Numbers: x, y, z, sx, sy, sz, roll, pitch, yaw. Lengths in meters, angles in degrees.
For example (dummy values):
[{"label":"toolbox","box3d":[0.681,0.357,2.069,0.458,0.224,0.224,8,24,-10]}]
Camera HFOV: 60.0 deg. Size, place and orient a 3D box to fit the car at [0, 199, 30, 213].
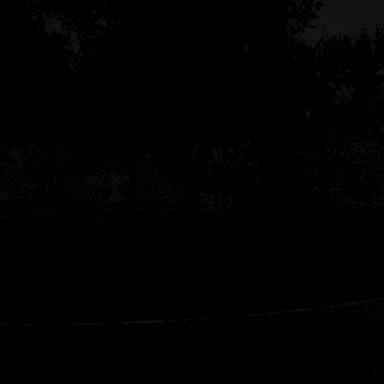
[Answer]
[{"label":"car","box3d":[-18.996,1.505,33.672,1.837,1.490,4.892,0,0,35]}]
